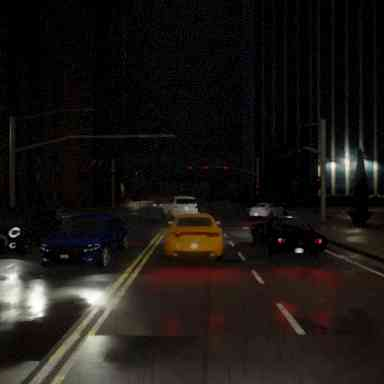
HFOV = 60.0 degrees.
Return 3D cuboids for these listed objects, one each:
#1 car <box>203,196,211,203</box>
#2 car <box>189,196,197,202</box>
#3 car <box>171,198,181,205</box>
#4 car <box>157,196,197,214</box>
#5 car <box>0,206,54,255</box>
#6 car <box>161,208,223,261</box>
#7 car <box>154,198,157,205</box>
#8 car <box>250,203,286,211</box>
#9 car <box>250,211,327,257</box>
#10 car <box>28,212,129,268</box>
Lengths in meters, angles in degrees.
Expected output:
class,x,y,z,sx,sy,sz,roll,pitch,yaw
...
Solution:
class,x,y,z,sx,sy,sz,roll,pitch,yaw
car,3.742,1.882,83.810,1.837,1.490,4.892,0,0,0
car,0.243,1.823,84.361,1.994,1.385,4.181,0,0,0
car,-3.299,1.973,69.915,1.895,1.301,4.718,0,0,0
car,-1.170,1.378,28.514,2.150,2.045,5.566,1,0,-16
car,-7.031,1.424,13.633,2.097,1.767,4.553,0,0,1
car,0.088,1.547,12.671,1.882,1.535,5.008,0,-1,1
car,-6.799,1.855,69.956,1.882,1.535,5.008,0,0,0
car,6.900,1.689,30.067,1.812,1.442,4.674,-1,-1,39
car,3.598,1.674,13.300,1.895,1.301,4.718,0,0,1
car,-3.545,1.541,11.787,1.882,1.535,5.008,0,0,0
